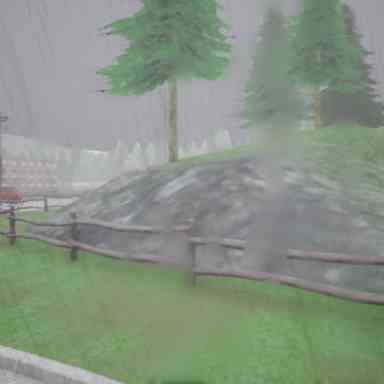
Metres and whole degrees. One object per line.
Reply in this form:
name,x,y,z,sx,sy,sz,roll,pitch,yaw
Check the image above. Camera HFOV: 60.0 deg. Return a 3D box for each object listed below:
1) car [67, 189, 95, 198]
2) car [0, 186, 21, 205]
car,-19.190,0.215,57.917,2.033,1.411,5.357,1,1,20
car,-20.552,0.421,34.421,2.150,2.045,5.566,1,1,20
